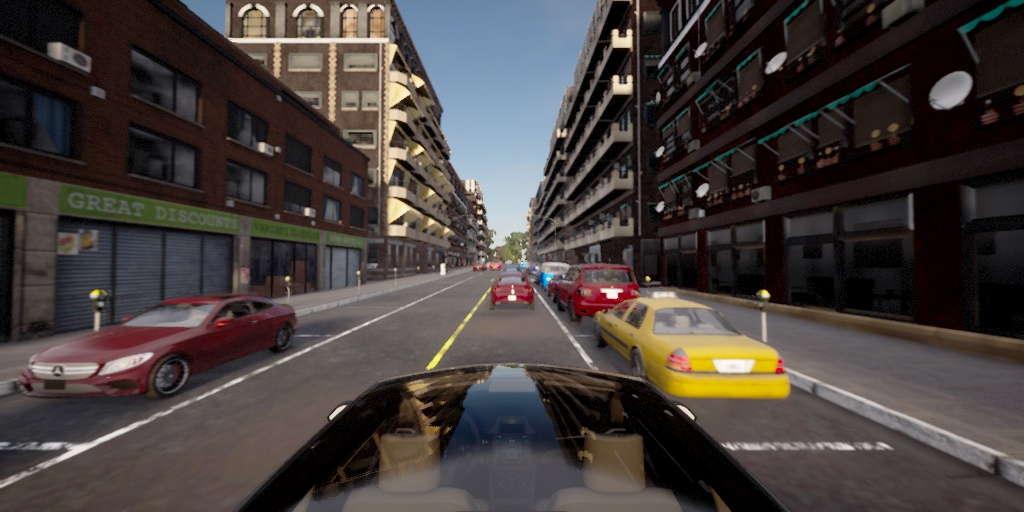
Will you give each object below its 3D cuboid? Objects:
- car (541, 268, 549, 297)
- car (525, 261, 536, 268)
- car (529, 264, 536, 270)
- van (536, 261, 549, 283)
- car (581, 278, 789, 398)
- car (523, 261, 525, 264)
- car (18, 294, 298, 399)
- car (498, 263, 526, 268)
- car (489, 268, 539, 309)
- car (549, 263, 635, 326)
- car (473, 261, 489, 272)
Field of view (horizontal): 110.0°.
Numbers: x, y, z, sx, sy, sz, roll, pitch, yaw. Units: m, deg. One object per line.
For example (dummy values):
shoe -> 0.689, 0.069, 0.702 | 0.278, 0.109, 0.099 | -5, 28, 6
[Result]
car -> 2.696, 1.469, 17.646 | 1.888, 1.381, 4.507 | 0, 0, 0
car -> 3.128, 1.600, 47.222 | 2.097, 1.767, 4.553 | 0, -1, 0
car -> 2.700, 1.596, 28.788 | 2.007, 1.370, 4.403 | 0, 0, 0
van -> 2.698, 1.326, 23.216 | 1.690, 1.789, 3.998 | 0, 0, 0
car -> 2.692, 1.328, 6.674 | 1.751, 1.417, 4.829 | 0, 0, 0
car -> 3.130, 1.677, 54.222 | 2.097, 1.767, 4.553 | 0, -1, 0
car -> -5.689, 1.385, 6.547 | 1.802, 1.307, 4.207 | 0, 0, 0
car -> 0.031, 1.592, 30.746 | 1.812, 1.442, 4.674 | 0, 0, 1
car -> 0.025, 1.429, 15.744 | 1.812, 1.442, 4.674 | 0, 0, 0
car -> 2.694, 1.178, 12.075 | 2.192, 1.841, 5.009 | 0, 0, 0
car -> -5.669, 1.727, 62.256 | 2.192, 1.841, 5.009 | 0, 0, 0
